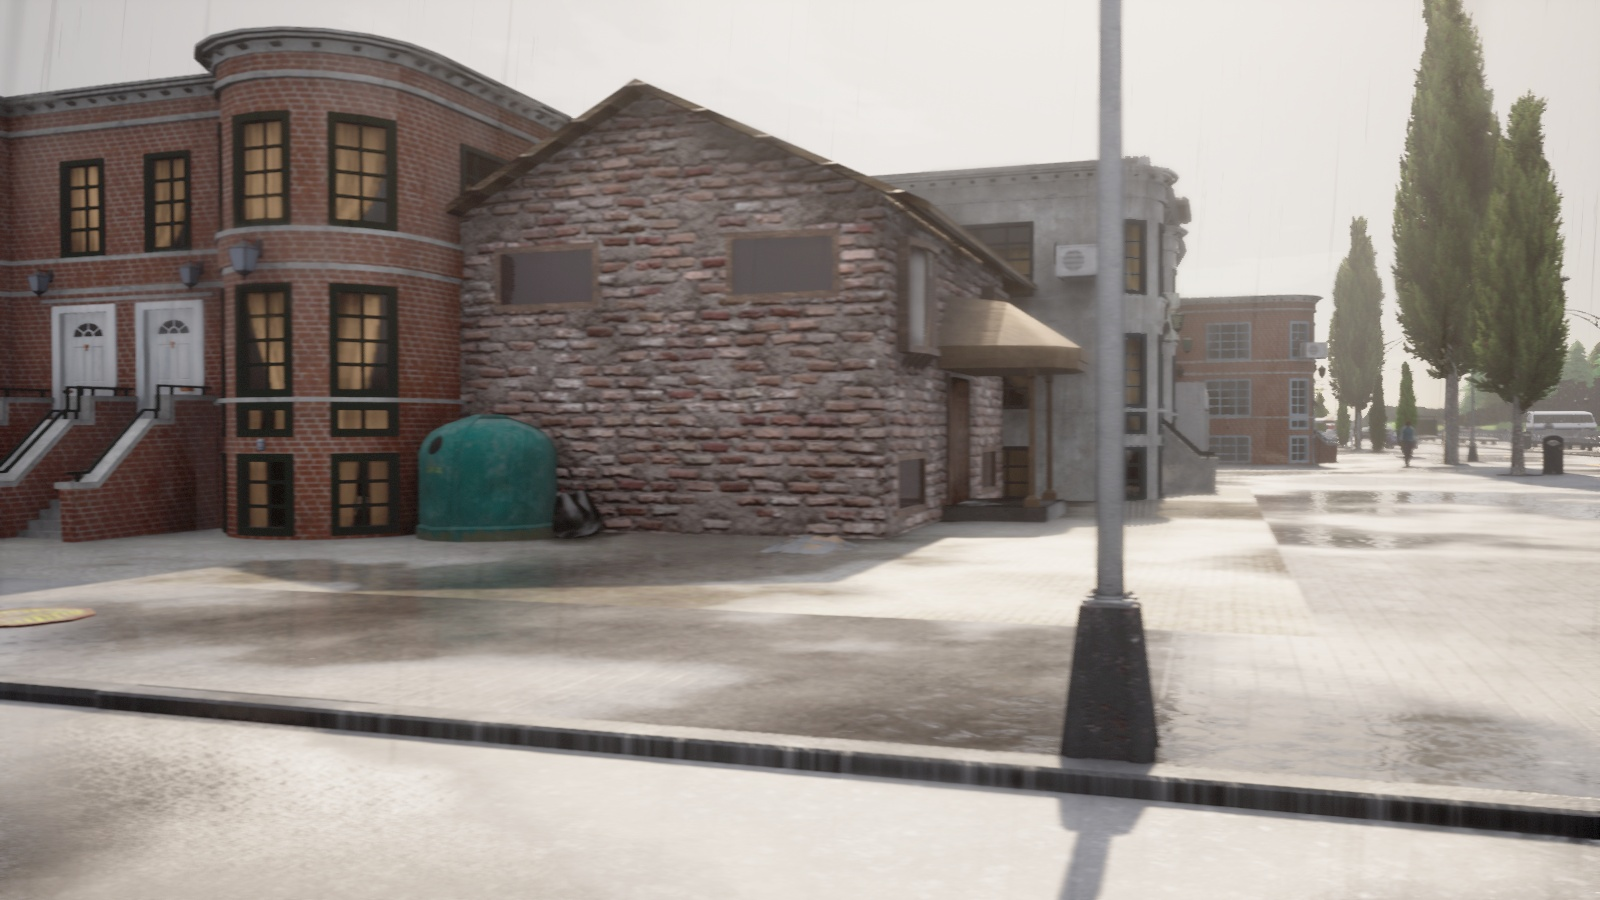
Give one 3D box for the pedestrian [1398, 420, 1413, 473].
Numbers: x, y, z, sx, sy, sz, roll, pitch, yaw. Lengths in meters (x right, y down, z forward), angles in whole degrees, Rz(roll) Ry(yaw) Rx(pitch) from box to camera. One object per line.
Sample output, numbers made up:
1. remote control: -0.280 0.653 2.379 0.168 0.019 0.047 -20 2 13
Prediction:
1. pedestrian: 22.539 -0.133 46.735 0.396 1.930 0.692 1 1 19
